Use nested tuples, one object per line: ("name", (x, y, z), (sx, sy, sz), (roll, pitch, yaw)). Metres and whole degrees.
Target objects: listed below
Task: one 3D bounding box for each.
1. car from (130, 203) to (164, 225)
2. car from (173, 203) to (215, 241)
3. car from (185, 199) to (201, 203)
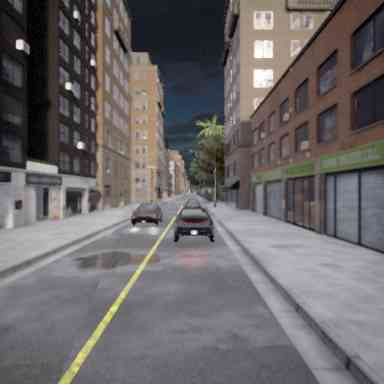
("car", (-3.086, 1.534, 23.915), (2.033, 1.411, 5.357), (0, 0, 0))
("car", (0.097, 1.494, 16.686), (1.837, 1.490, 4.892), (0, 0, 0))
("car", (0.096, 1.540, 39.006), (1.994, 1.385, 4.181), (0, 0, 0))
